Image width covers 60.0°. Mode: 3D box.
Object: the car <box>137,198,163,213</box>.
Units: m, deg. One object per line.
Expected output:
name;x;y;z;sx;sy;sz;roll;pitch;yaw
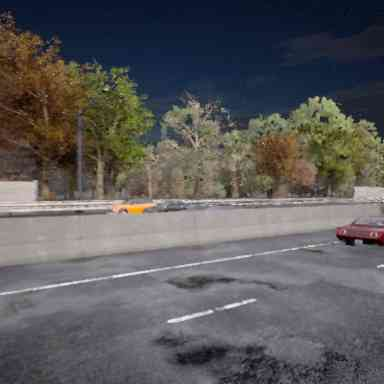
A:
car;-1.882;1.518;28.442;4.892;1.490;1.837;0;0;-35

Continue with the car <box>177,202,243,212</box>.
car;1.933;1.560;22.570;5.357;1.411;2.033;0;0;-35

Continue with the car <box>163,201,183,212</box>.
car;0.252;1.577;25.664;4.181;1.385;1.994;0;0;-35

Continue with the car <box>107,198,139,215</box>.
car;-5.346;1.363;30.265;4.553;1.767;2.097;0;0;-35

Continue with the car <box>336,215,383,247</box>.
car;8.189;1.614;14.020;4.718;1.301;1.895;0;0;-36
